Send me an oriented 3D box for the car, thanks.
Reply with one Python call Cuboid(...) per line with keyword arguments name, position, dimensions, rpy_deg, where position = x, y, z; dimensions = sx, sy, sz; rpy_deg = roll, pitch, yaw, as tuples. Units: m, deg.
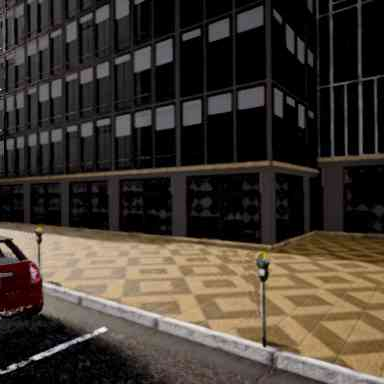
Cuboid(name="car", position=(-4.622, 1.437, 6.190), dimensions=(4.097, 1.590, 1.967), rpy_deg=(0, -1, 35))
